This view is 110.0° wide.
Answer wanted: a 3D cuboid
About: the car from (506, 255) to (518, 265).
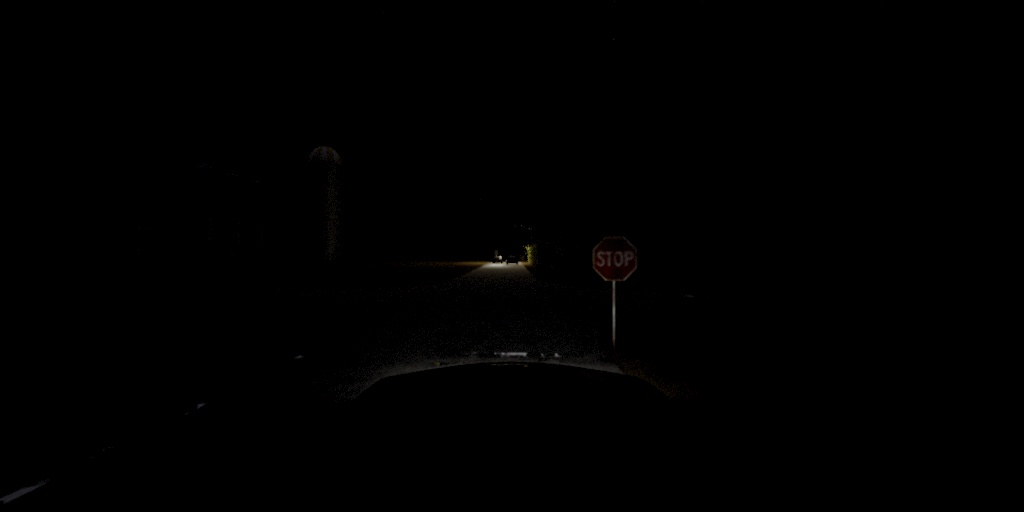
[{"bbox_3d":[0.047,0.635,63.237,2.097,1.767,4.553,0,0,0],"label":"car"}]
